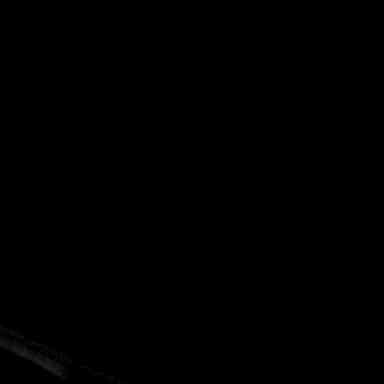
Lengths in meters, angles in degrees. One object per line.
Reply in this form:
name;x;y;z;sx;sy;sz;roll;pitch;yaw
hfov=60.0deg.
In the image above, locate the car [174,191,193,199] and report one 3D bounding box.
car;-2.689;0.887;93.864;2.435;2.045;5.566;6;2;41
